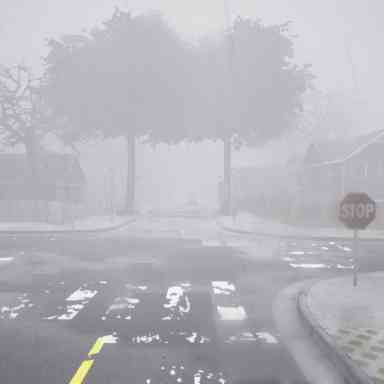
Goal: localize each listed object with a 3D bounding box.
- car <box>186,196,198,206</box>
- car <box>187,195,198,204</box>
[{"bbox_3d":[0.033,1.683,56.803,1.994,1.385,4.181,0,0,0],"label":"car"},{"bbox_3d":[0.039,1.508,66.823,2.097,1.767,4.553,0,0,0],"label":"car"}]
